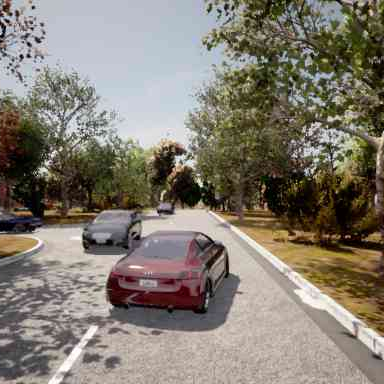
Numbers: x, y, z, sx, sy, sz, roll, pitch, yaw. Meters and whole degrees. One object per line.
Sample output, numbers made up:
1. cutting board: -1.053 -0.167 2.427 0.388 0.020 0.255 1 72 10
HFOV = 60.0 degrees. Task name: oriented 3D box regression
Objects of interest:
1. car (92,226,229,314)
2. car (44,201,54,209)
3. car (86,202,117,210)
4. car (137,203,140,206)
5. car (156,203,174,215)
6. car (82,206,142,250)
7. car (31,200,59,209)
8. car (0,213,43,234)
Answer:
1. car: -0.306 1.588 7.817 1.994 1.385 4.181 0 0 13
2. car: -26.770 2.480 63.146 4.553 1.767 2.097 0 -2 7
3. car: -16.178 2.496 59.457 4.902 1.511 2.128 0 -2 0
4. car: -11.641 2.598 62.448 5.008 1.535 1.882 0 -2 14
5. car: -3.267 2.112 42.019 2.033 1.411 5.357 0 -1 2
6. car: -3.369 1.569 14.763 2.128 1.511 4.902 0 -1 0
7. car: -34.126 2.880 77.424 2.150 2.045 5.566 -2 -3 39
8. car: -12.022 1.963 20.850 4.718 1.301 1.895 -1 -2 -4
